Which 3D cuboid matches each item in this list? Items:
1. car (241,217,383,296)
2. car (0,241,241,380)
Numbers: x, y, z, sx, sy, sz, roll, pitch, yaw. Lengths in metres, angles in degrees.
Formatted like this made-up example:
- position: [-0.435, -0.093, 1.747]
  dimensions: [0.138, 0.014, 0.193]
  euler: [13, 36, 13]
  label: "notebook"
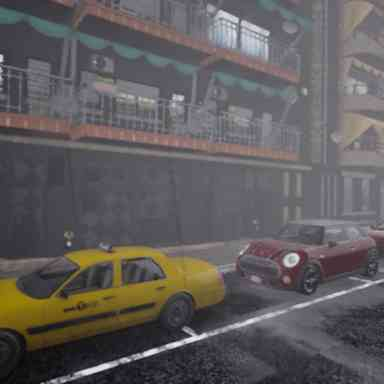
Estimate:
- position: [3.092, 1.478, 8.755]
  dimensions: [4.097, 1.590, 1.967]
  euler: [0, 1, -36]
  label: "car"
- position: [-1.644, 1.535, 5.372]
  dimensions: [4.829, 1.417, 1.752]
  euler: [0, 1, -36]
  label: "car"
